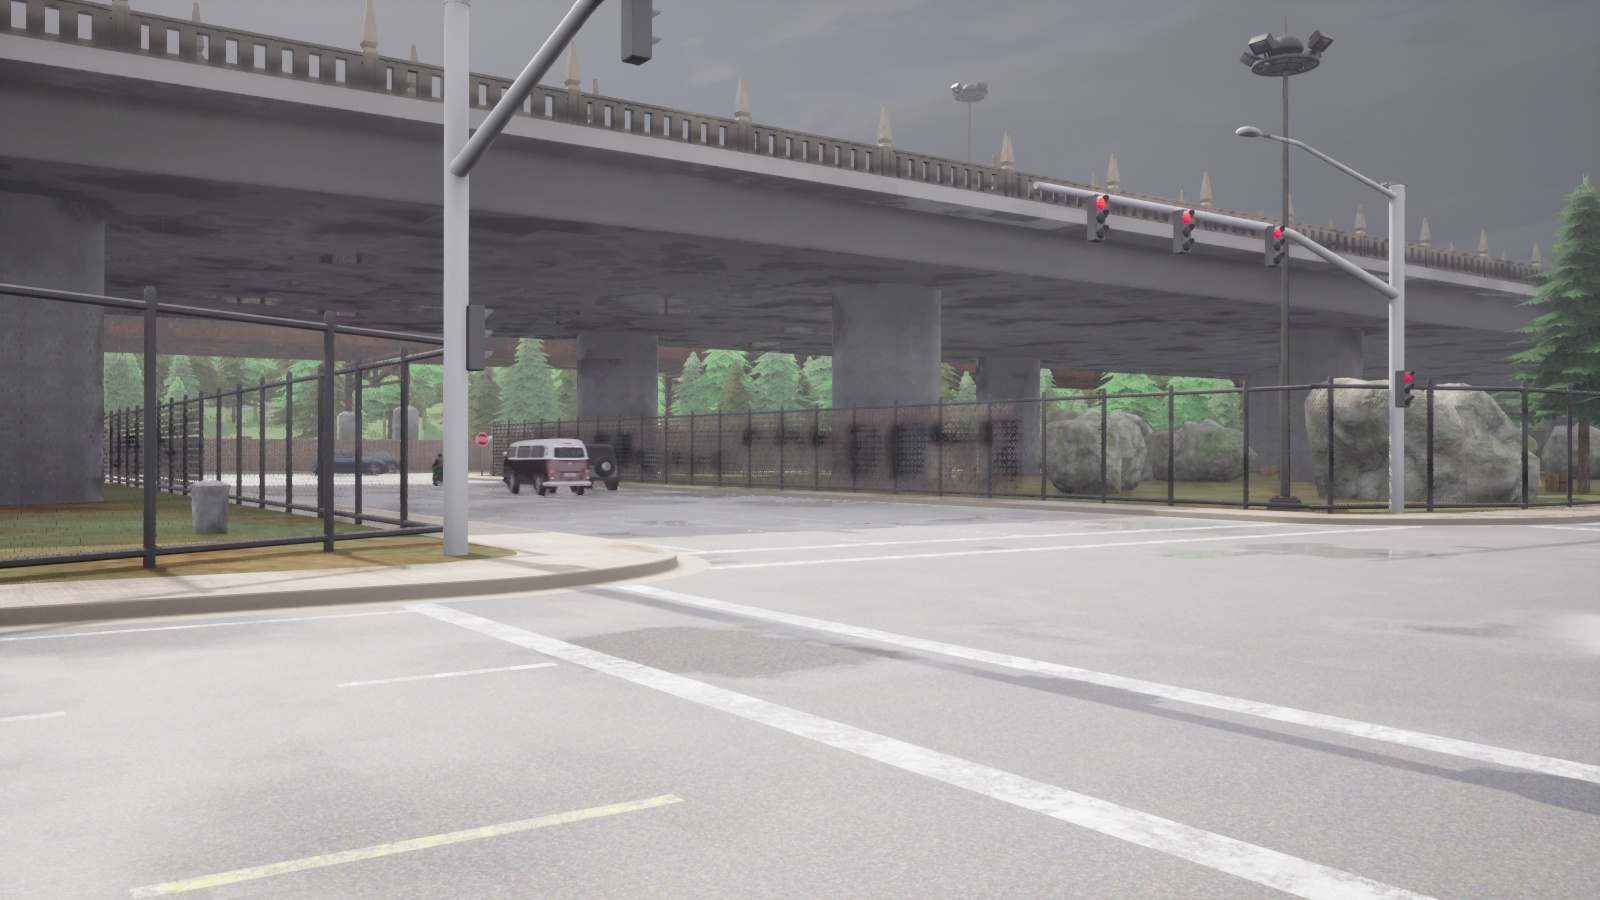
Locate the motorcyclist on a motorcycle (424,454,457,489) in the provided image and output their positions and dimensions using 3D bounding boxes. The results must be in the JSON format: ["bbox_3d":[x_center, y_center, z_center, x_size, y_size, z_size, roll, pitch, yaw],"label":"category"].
[{"bbox_3d":[-15.910,0.952,55.525,0.797,1.523,2.044,0,0,-35],"label":"motorcyclist on a motorcycle"}]

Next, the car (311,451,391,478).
[{"bbox_3d":[-29.197,0.921,81.736,4.553,1.767,2.097,0,0,-34],"label":"car"}]

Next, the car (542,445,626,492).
[{"bbox_3d":[-8.920,0.741,51.638,1.905,1.878,3.866,0,0,-35],"label":"car"}]

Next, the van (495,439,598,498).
[{"bbox_3d":[-9.365,0.656,46.168,2.069,2.038,4.480,0,0,-35],"label":"van"}]

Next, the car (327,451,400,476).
[{"bbox_3d":[-30.923,0.942,89.006,4.553,1.767,2.097,0,0,-34],"label":"car"}]
